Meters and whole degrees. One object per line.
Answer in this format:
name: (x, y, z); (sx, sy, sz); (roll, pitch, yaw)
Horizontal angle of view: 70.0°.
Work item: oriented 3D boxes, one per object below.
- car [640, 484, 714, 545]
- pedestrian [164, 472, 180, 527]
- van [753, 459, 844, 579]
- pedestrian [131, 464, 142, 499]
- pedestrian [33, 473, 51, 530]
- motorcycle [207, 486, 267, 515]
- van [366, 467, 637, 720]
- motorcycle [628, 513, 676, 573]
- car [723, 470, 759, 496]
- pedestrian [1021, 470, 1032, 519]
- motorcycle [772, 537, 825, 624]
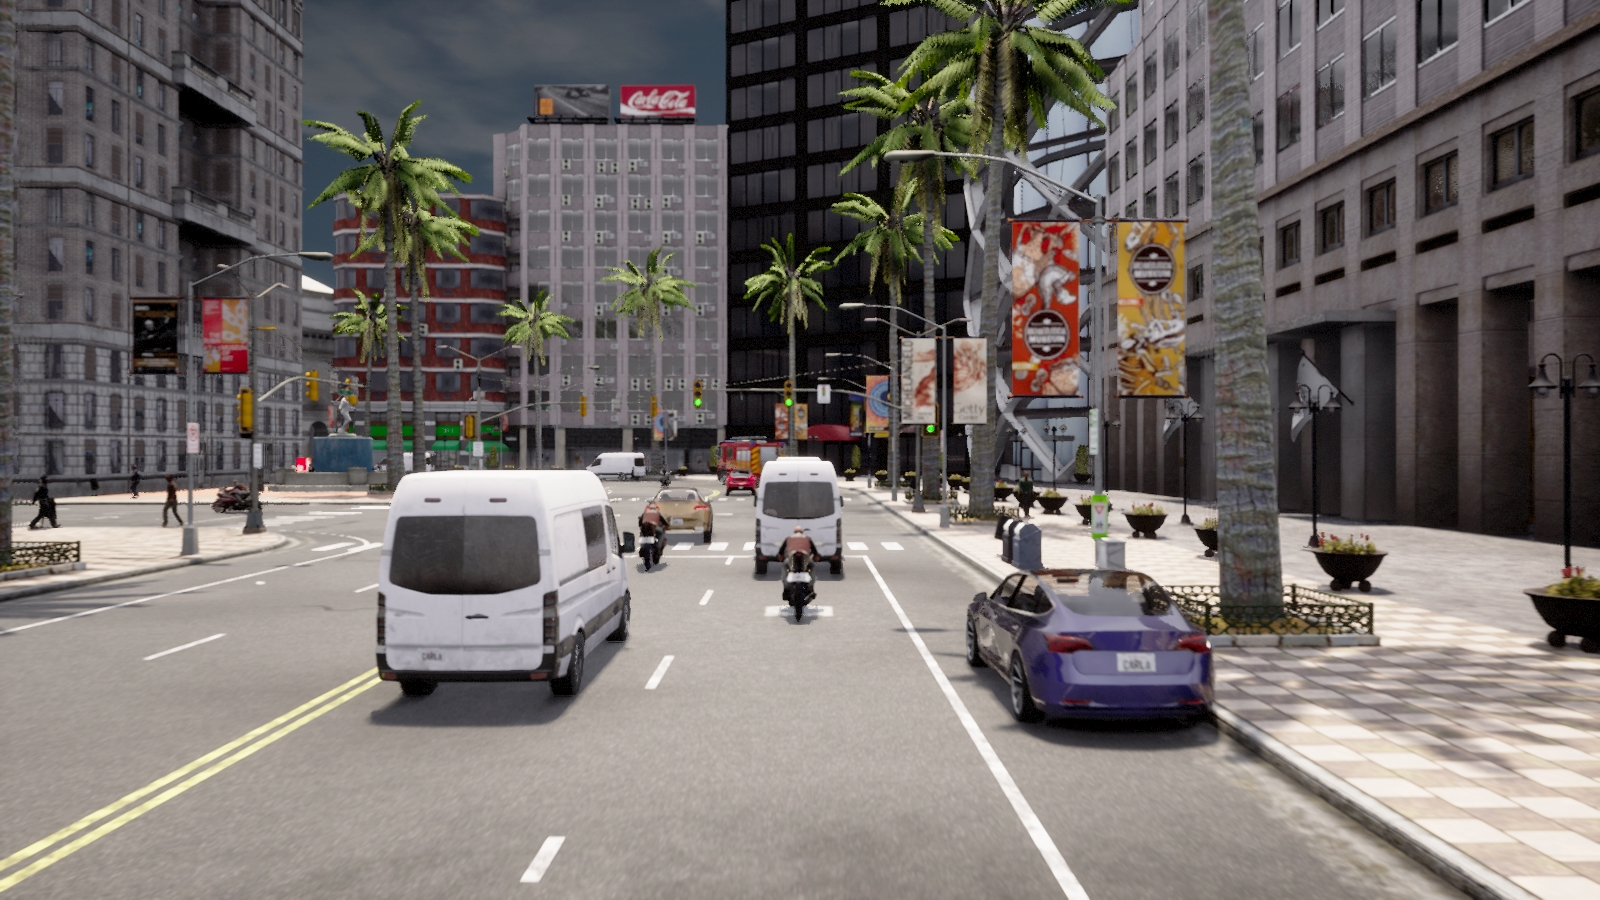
car: (-3.846, 1.994, 36.435); (2.152, 1.651, 5.027); (0, 0, -4)
pedestrian: (-21.492, 1.700, 39.106); (0.375, 1.860, 0.375); (0, 0, 41)
van: (-0.041, 1.536, 27.880); (1.988, 2.561, 5.915); (0, 0, 0)
pedestrian: (-36.058, 1.701, 62.101); (0.375, 1.860, 0.375); (0, 0, -6)
pedestrian: (-25.152, 1.699, 37.897); (0.375, 1.860, 0.375); (0, 0, -11)
motorcycle: (-24.850, 2.209, 50.428); (2.209, 1.251, 0.867); (0, 0, 2)
van: (-3.525, 1.535, 14.854); (1.988, 2.561, 5.915); (0, 0, 0)
motorcycle: (-3.537, 2.207, 27.428); (0.867, 1.251, 2.209); (0, 0, 0)
car: (-3.771, 2.065, 72.558); (2.231, 1.480, 4.892); (0, 0, -3)
pedestrian: (8.698, 1.698, 43.859); (0.375, 1.860, 0.375); (0, 0, 4)
motorcycle: (-0.026, 2.206, 19.702); (0.867, 1.251, 2.209); (0, 0, 0)
